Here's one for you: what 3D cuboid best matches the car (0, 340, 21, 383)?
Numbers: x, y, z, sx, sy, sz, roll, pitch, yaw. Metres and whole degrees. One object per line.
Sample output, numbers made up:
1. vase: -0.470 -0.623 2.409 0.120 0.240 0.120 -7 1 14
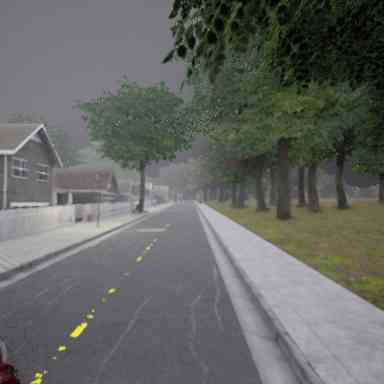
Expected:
1. car: -2.481 1.583 1.263 1.994 1.385 4.181 0 -1 0
